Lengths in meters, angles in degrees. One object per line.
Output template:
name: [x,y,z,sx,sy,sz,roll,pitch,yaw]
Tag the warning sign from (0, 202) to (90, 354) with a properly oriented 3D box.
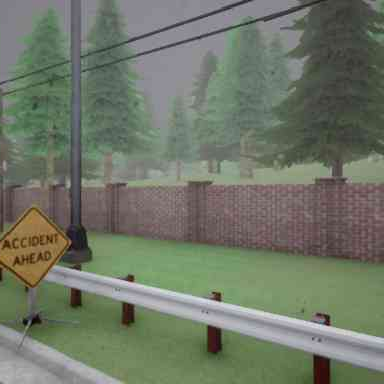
warning sign: [-2.424,1.114,5.046,1.060,1.860,1.300,0,0,36]
